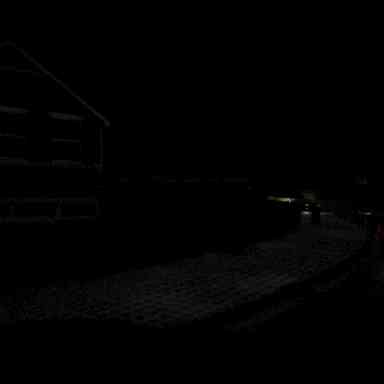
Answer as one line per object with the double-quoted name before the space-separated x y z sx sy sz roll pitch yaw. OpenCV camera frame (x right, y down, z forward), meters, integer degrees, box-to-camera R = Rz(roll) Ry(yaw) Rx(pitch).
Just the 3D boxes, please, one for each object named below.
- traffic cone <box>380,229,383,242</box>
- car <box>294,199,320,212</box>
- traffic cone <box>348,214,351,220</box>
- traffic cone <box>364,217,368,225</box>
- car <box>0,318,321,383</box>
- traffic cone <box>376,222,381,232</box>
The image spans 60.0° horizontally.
"traffic cone" 9.473 2.128 16.160 0.340 0.580 0.340 0 0 35
"car" 15.318 1.686 45.069 2.097 1.767 4.553 0 0 -10
"traffic cone" 13.958 2.212 29.497 0.340 0.580 0.340 0 0 9
"traffic cone" 12.994 2.187 24.885 0.340 0.580 0.340 0 0 15
"car" -1.315 1.501 1.086 4.892 1.490 1.837 0 0 -37
"traffic cone" 11.505 2.159 20.415 0.340 0.580 0.340 0 0 22
